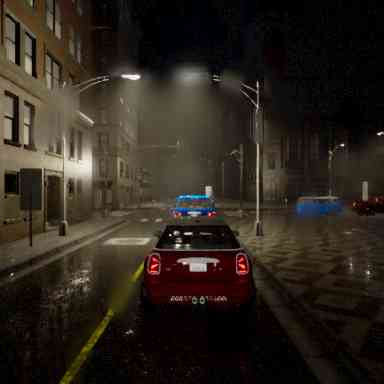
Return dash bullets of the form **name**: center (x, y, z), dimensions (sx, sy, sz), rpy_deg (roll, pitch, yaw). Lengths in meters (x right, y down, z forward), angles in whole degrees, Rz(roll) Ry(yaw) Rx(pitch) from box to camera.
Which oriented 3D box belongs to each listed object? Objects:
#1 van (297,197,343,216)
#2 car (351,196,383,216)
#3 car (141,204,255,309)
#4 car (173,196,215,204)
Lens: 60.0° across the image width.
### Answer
- **van**: center (11.749, 1.347, 30.736), dimensions (3.998, 1.788, 1.690), rpy_deg (0, 0, -1)
- **car**: center (17.390, 1.320, 30.818), dimensions (5.009, 1.841, 2.192), rpy_deg (0, 0, -1)
- **car**: center (0.108, 1.346, 7.989), dimensions (2.097, 1.767, 4.553), rpy_deg (0, 0, 0)
- **car**: center (0.114, 1.206, 17.846), dimensions (2.150, 2.045, 5.566), rpy_deg (0, 0, 0)
